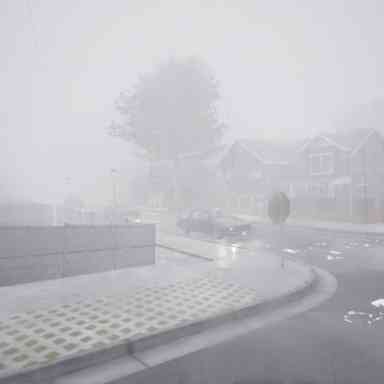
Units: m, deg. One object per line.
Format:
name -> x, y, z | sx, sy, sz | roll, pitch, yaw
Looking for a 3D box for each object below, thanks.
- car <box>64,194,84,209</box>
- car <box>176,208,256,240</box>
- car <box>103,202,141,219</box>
car -> -17.317, 1.287, 48.623 | 2.150, 2.045, 5.566 | -3, 1, -29
car -> 1.074, 1.624, 18.263 | 2.033, 1.411, 5.357 | -3, 2, -33
car -> -6.398, 1.613, 29.872 | 2.033, 1.411, 5.357 | -3, 2, -33
